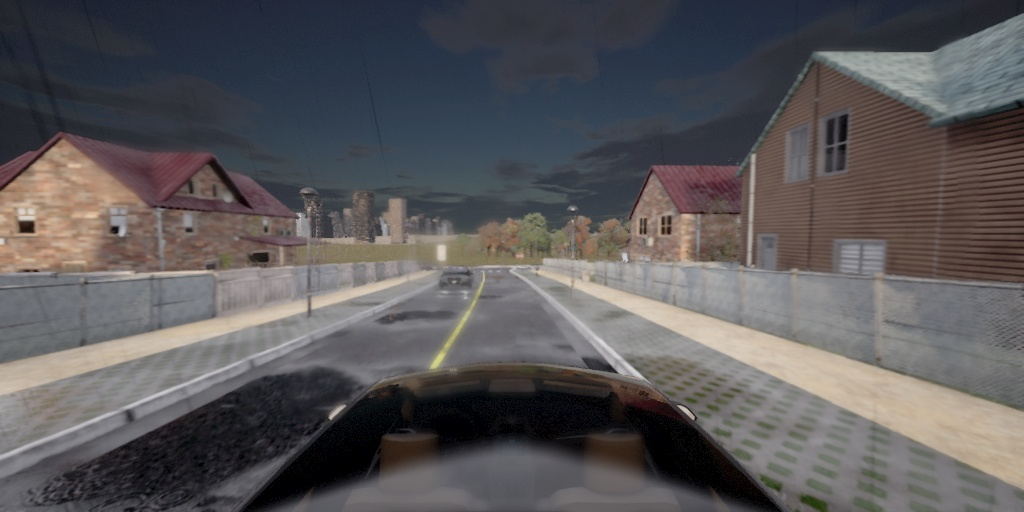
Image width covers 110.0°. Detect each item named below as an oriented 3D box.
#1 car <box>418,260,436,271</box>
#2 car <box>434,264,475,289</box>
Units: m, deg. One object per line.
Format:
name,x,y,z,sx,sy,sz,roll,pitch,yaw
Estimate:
car,-11.986,1.372,49.163,4.902,1.511,2.128,1,4,-7
car,-3.434,1.299,22.791,1.994,1.385,4.181,0,0,-3
